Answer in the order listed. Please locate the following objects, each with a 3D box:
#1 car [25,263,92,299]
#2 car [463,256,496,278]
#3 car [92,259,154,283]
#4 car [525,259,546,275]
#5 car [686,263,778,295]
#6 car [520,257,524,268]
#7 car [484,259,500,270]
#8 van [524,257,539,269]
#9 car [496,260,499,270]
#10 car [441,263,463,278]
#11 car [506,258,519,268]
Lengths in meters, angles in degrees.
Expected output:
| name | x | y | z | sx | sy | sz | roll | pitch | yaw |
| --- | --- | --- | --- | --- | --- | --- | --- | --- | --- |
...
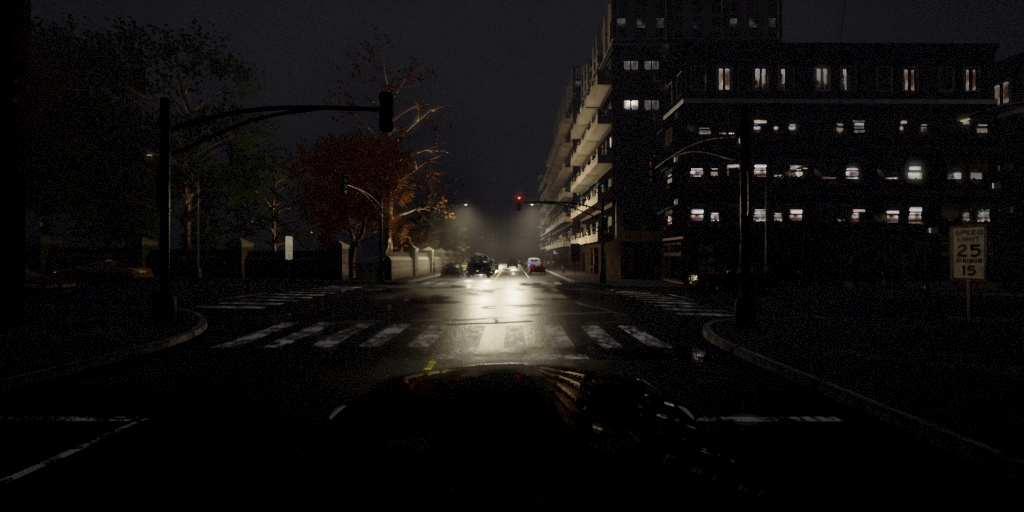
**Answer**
| name | x | y | z | sx | sy | sz | roll | pitch | yaw |
| --- | --- | --- | --- | --- | --- | --- | --- | --- | --- |
| car | -18.945 | 1.007 | 13.365 | 4.207 | 1.307 | 1.802 | 0 | 0 | 0 |
| car | -3.036 | 0.986 | 34.662 | 2.150 | 2.045 | 5.566 | 0 | 0 | 1 |
| car | -24.713 | 0.883 | 21.700 | 4.829 | 1.417 | 1.751 | 0 | 0 | 0 |
| car | 2.749 | 1.314 | 39.993 | 1.888 | 1.381 | 4.507 | 0 | 0 | 0 |
| car | 13.480 | 1.353 | 22.005 | 5.009 | 1.841 | 2.192 | 0 | 0 | 0 |
| car | 2.775 | 1.230 | 56.884 | 1.967 | 1.591 | 4.097 | 0 | 0 | 0 |
| car | -3.008 | 1.279 | 55.013 | 2.128 | 1.511 | 4.902 | 0 | 0 | 0 |
| van | 2.758 | 1.116 | 45.623 | 1.690 | 1.789 | 3.998 | 0 | 0 | 0 |
| car | -3.032 | 1.322 | 44.914 | 2.033 | 1.411 | 5.357 | 0 | 0 | 0 |
| car | -5.640 | 1.330 | 34.376 | 1.948 | 1.339 | 4.313 | 0 | 0 | 0 |
| car | 0.093 | 1.304 | 62.667 | 1.837 | 1.490 | 4.892 | 0 | 0 | 0 |
